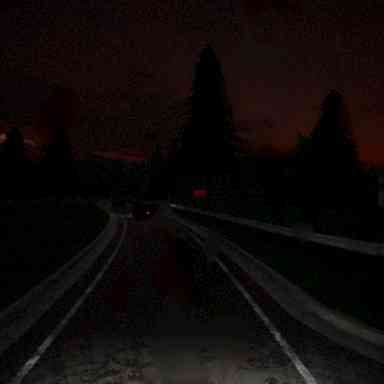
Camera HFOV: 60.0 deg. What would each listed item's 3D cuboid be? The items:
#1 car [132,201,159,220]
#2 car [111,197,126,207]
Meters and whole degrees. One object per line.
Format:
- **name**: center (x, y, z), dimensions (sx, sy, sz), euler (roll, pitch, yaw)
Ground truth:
- **car**: center (-4.032, 1.477, 28.389), dimensions (1.882, 1.535, 5.008), euler (0, 0, -14)
- **car**: center (-11.318, 1.506, 51.116), dimensions (2.128, 1.511, 4.902), euler (0, 0, -19)
